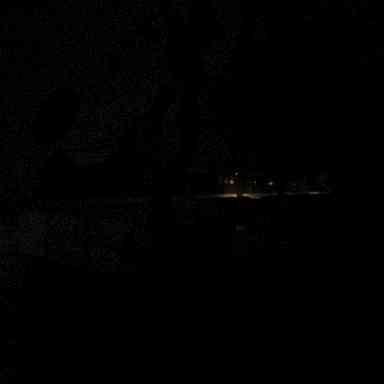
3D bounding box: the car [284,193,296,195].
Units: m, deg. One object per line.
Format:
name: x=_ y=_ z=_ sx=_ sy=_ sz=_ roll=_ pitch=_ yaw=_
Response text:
car: x=15.213 y=0.984 z=51.057 sx=2.097 sy=1.767 sz=4.553 roll=0 pitch=0 yaw=36
